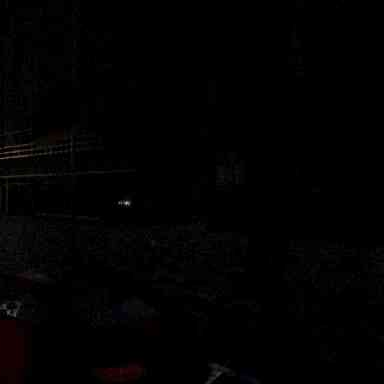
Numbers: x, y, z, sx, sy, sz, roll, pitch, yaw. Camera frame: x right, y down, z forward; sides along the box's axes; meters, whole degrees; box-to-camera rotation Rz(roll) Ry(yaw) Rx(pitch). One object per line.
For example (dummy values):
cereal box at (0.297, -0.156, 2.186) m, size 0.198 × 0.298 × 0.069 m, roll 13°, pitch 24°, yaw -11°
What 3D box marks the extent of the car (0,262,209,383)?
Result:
car at (-1.763, 1.583, 4.219) m, size 4.206 × 1.307 × 1.802 m, roll 0°, pitch 0°, yaw 36°
